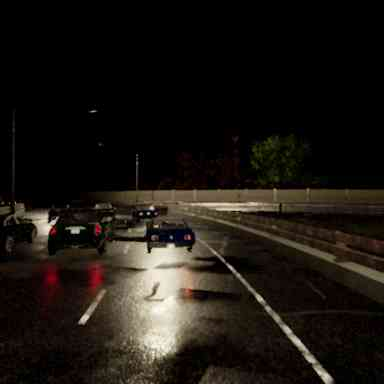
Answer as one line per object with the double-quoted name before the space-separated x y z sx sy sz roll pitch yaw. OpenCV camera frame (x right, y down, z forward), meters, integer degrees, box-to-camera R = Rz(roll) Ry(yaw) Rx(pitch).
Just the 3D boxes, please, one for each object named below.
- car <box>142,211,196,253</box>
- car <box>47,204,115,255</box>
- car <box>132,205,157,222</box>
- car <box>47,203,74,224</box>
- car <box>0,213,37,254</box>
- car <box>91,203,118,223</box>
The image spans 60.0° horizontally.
"car" -1.100 1.754 14.612 1.895 1.301 4.718 0 -1 -8
"car" -4.606 1.505 14.357 2.097 1.767 4.553 0 -1 -8
"car" -4.258 1.860 29.779 2.033 1.411 5.357 0 -1 -16
"car" -11.310 1.817 28.887 1.837 1.490 4.892 0 0 -17
"car" -8.088 1.647 14.006 2.128 1.511 4.902 0 0 -8
"car" -7.936 1.809 29.813 2.128 1.511 4.902 0 0 -17
